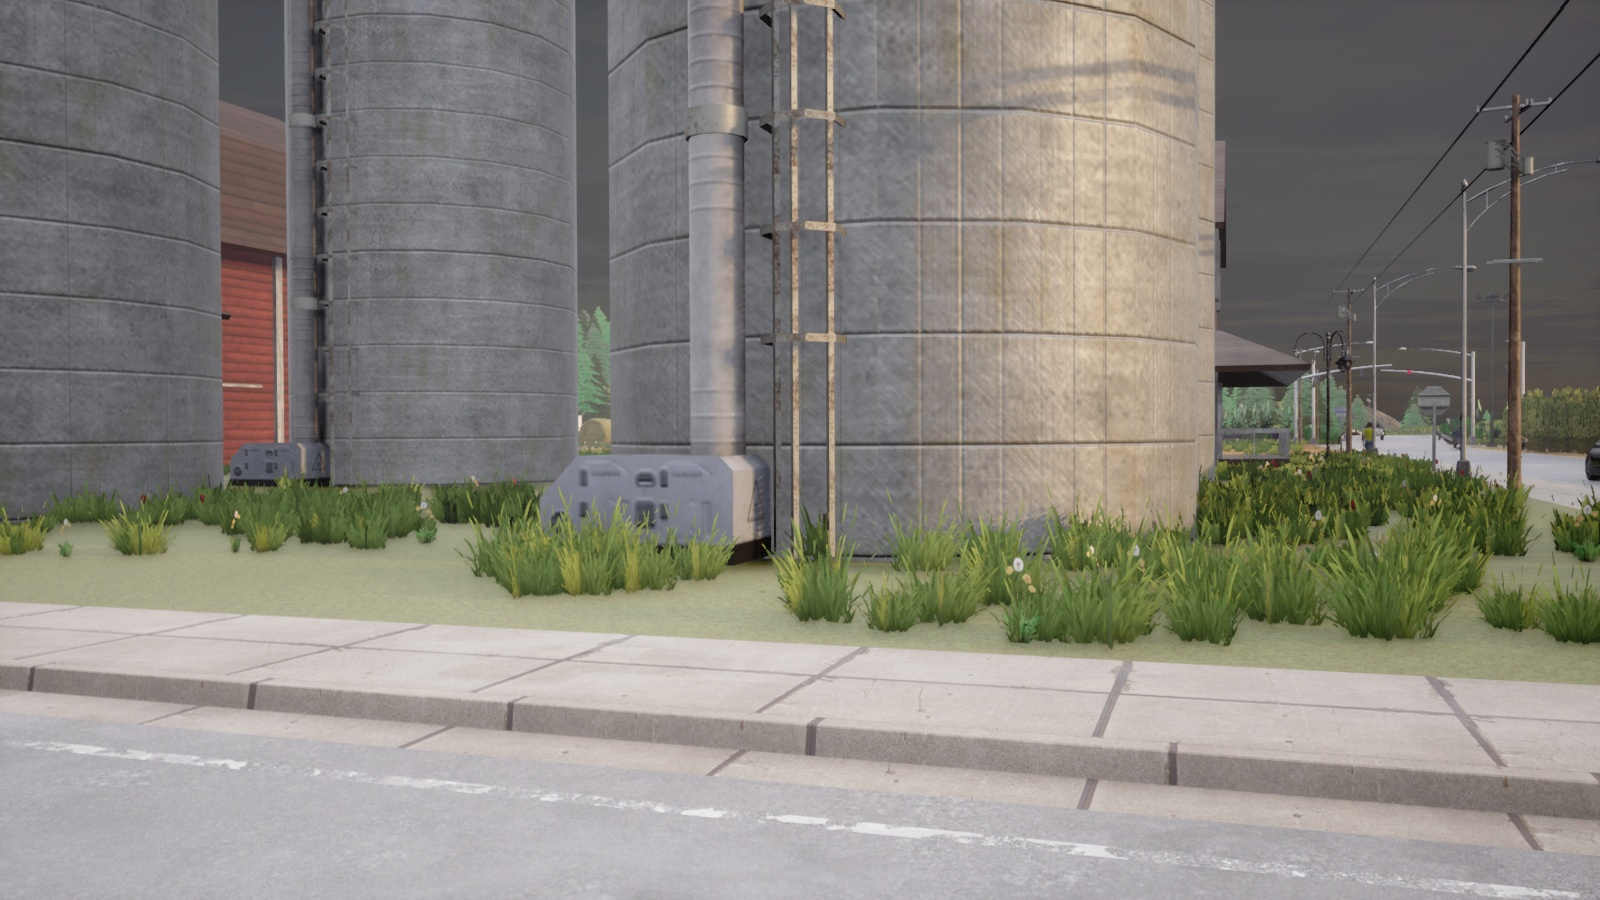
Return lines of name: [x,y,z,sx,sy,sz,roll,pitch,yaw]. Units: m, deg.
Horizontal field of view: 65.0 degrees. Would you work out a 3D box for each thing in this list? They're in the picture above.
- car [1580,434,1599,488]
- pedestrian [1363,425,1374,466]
car: [23.213,0.315,34.756,1.970,1.475,3.806,0,1,19]
pedestrian: [25.537,-0.209,56.377,0.354,1.836,0.706,0,1,18]
